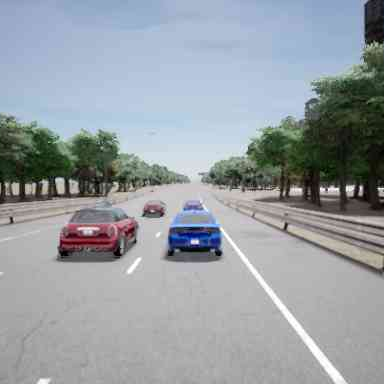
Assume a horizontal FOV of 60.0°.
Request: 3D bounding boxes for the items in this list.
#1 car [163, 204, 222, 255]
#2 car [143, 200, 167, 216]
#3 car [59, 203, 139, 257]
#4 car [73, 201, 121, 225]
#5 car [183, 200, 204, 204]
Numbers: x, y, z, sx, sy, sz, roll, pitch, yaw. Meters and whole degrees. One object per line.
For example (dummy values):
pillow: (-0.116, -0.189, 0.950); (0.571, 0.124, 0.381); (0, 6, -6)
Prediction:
car: (0.096, 1.457, 13.231); (1.882, 1.535, 5.008); (0, 0, 0)
car: (-3.403, 1.446, 30.840); (1.812, 1.442, 4.674); (0, 0, 0)
car: (-3.403, 1.333, 12.989); (2.097, 1.767, 4.553); (0, 0, 0)
car: (-6.904, 1.492, 24.800); (2.033, 1.411, 5.357); (0, 0, 0)
car: (0.097, 1.446, 30.830); (1.812, 1.442, 4.674); (0, 0, 0)
